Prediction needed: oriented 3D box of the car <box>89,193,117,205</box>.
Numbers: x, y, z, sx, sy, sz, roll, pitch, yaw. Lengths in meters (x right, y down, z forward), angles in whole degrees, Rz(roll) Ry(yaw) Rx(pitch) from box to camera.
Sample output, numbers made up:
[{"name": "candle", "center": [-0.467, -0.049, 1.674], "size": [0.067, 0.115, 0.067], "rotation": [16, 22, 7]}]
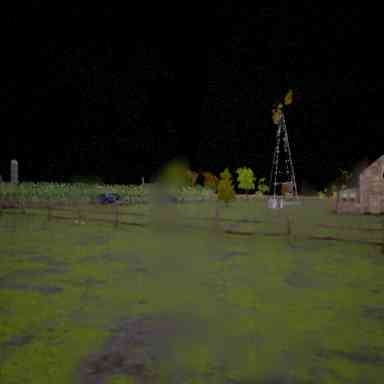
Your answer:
[{"name": "car", "center": [-15.721, 1.281, 59.934], "size": [2.150, 2.045, 5.566], "rotation": [-1, -1, 36]}]

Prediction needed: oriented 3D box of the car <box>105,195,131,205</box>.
[{"name": "car", "center": [-12.785, 1.608, 59.158], "size": [1.994, 1.385, 4.181], "rotation": [-1, -1, 36]}]

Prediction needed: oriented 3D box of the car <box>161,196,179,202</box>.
[{"name": "car", "center": [-4.697, 1.656, 70.408], "size": [1.812, 1.442, 4.674], "rotation": [-1, -1, 36]}]
